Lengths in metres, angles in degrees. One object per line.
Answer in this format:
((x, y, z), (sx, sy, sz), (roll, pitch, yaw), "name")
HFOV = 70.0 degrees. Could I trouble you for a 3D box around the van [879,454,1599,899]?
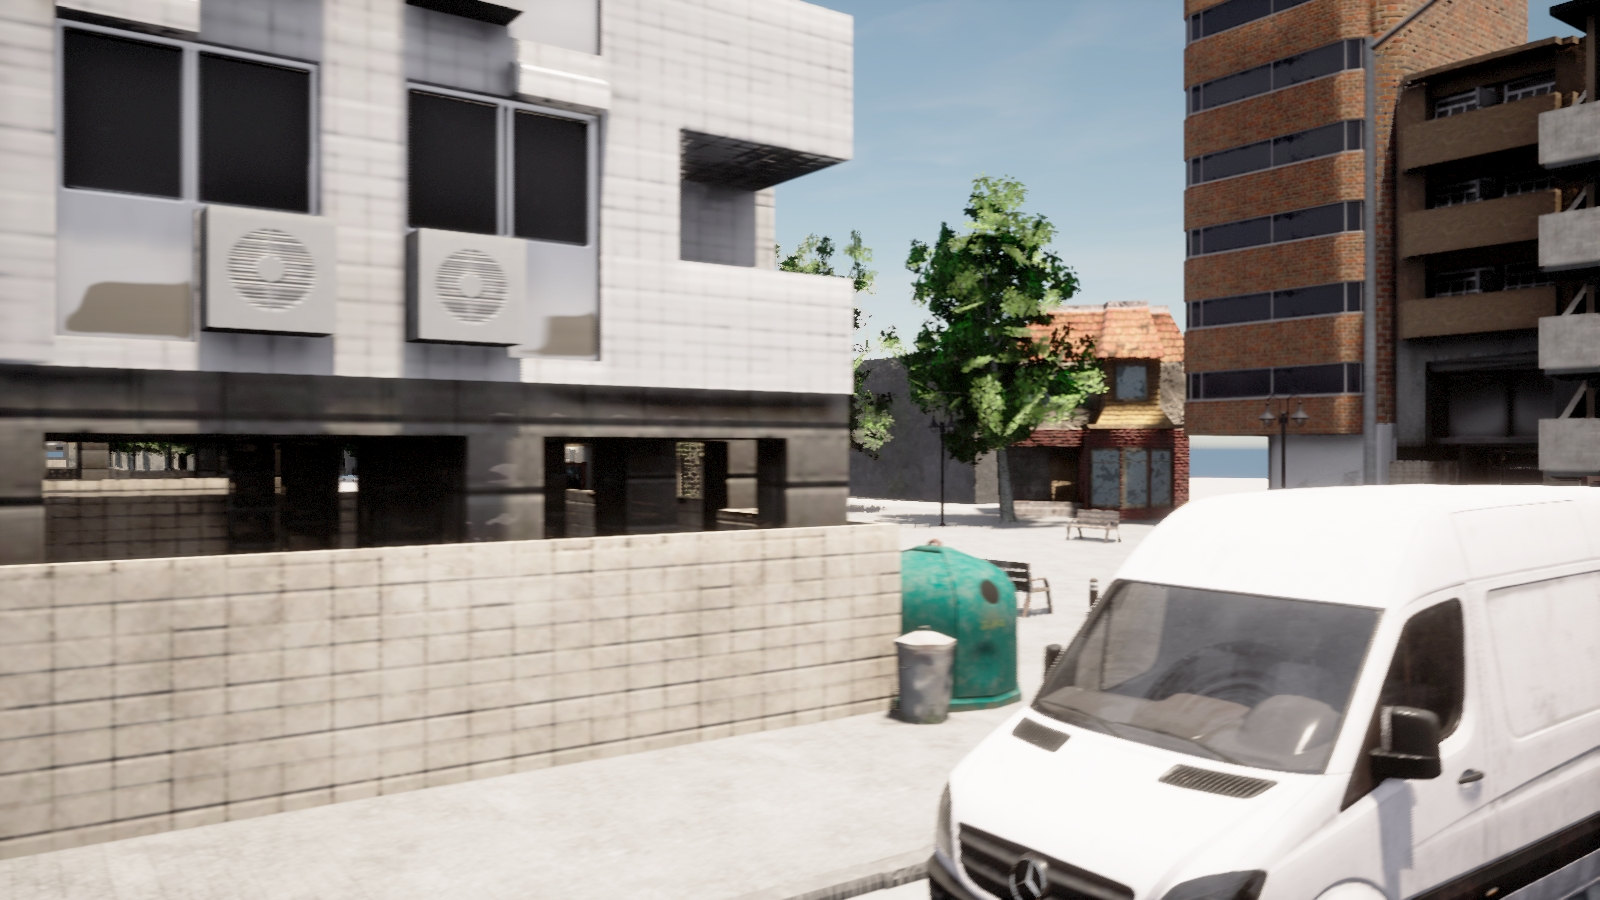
((3.402, 1.314, 6.871), (5.915, 2.561, 1.988), (0, 0, -35), "van")
